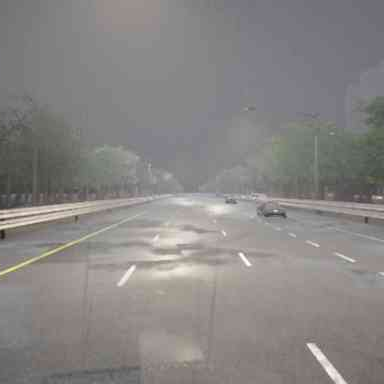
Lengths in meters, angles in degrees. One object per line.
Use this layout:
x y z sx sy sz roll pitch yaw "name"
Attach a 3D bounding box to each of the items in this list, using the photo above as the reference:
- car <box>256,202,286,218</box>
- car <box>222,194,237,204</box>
7.046 1.569 29.971 1.994 1.385 4.181 0 0 0 "car"
7.132 1.528 62.113 1.812 1.442 4.674 0 0 0 "car"
